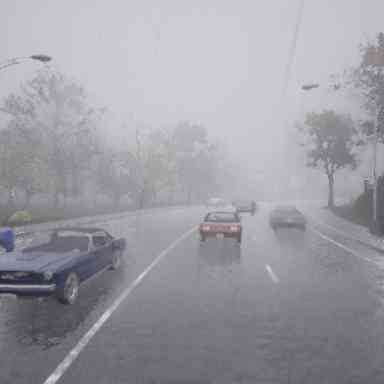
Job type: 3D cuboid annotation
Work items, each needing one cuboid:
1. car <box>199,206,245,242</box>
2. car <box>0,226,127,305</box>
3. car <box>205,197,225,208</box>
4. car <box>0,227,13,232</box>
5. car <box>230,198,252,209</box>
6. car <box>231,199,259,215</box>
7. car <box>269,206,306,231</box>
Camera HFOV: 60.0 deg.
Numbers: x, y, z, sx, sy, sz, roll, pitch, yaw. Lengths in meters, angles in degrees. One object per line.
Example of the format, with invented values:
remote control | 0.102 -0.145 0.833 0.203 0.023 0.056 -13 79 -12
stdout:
car | 1.557 1.604 16.553 1.895 1.301 4.718 0 0 9
car | -3.143 1.588 8.221 1.895 1.301 4.718 0 0 5
car | 3.387 1.521 48.034 1.812 1.442 4.674 0 0 24
car | -6.613 1.451 8.314 1.882 1.535 5.008 0 0 5
car | 7.128 1.618 47.914 1.895 1.301 4.718 0 0 25
car | 5.742 1.566 34.236 2.033 1.411 5.357 0 0 18
car | 5.920 1.587 20.875 1.994 1.385 4.181 0 0 11
